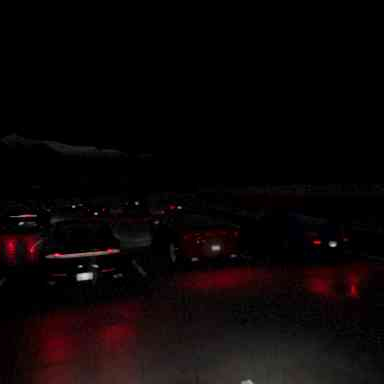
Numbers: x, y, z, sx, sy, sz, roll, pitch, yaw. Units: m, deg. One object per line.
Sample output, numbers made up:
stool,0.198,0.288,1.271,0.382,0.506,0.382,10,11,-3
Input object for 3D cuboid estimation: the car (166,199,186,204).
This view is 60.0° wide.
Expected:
car,-1.497,1.341,30.286,2.033,1.411,5.357,-1,0,-11

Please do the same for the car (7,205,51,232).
car,-10.163,1.561,21.038,2.128,1.511,4.902,-1,1,-14

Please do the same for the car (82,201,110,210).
car,-8.694,1.558,30.900,1.895,1.301,4.718,-1,0,-10

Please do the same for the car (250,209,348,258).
car,3.396,1.350,11.956,1.812,1.442,4.674,-2,1,-19

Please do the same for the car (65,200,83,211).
car,-13.283,1.567,38.582,1.994,1.385,4.181,-1,0,-7

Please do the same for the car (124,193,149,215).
car,-5.353,1.091,31.999,2.150,2.045,5.566,-2,0,-10

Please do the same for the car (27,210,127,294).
car,-2.969,1.488,8.993,2.128,1.511,4.902,-2,0,-19

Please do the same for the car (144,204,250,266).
car,-0.144,1.388,11.507,1.882,1.535,5.008,-2,1,-19
